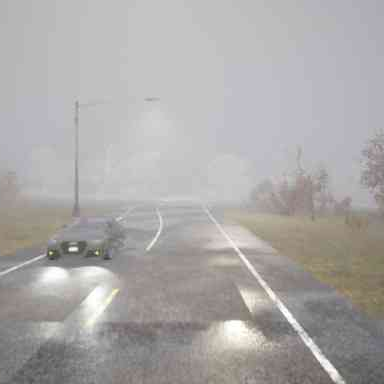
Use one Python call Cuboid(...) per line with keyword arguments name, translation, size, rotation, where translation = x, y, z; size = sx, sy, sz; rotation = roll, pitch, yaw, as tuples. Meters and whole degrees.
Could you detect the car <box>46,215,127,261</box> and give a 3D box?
Cuboid(name="car", translation=(-3.668, 1.568, 12.224), size=(1.994, 1.385, 4.181), rotation=(0, 0, -1))
